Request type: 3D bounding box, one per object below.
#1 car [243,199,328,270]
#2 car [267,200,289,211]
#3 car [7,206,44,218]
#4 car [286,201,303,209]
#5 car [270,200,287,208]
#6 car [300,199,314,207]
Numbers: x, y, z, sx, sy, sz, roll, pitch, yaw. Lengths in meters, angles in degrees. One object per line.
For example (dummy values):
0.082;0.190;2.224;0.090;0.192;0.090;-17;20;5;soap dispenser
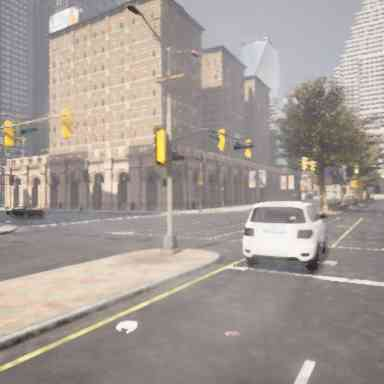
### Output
3.477;1.349;11.809;2.150;2.045;5.566;-1;0;25;car
12.865;2.031;49.708;1.837;1.490;4.892;-1;-1;31;car
-19.440;2.317;38.886;4.718;1.301;1.895;-1;-1;30;car
18.029;2.188;58.334;1.895;1.301;4.718;-1;-1;31;car
15.910;2.240;61.135;1.895;1.301;4.718;-1;-1;30;car
23.208;2.149;67.100;1.837;1.490;4.892;-1;-1;31;car
